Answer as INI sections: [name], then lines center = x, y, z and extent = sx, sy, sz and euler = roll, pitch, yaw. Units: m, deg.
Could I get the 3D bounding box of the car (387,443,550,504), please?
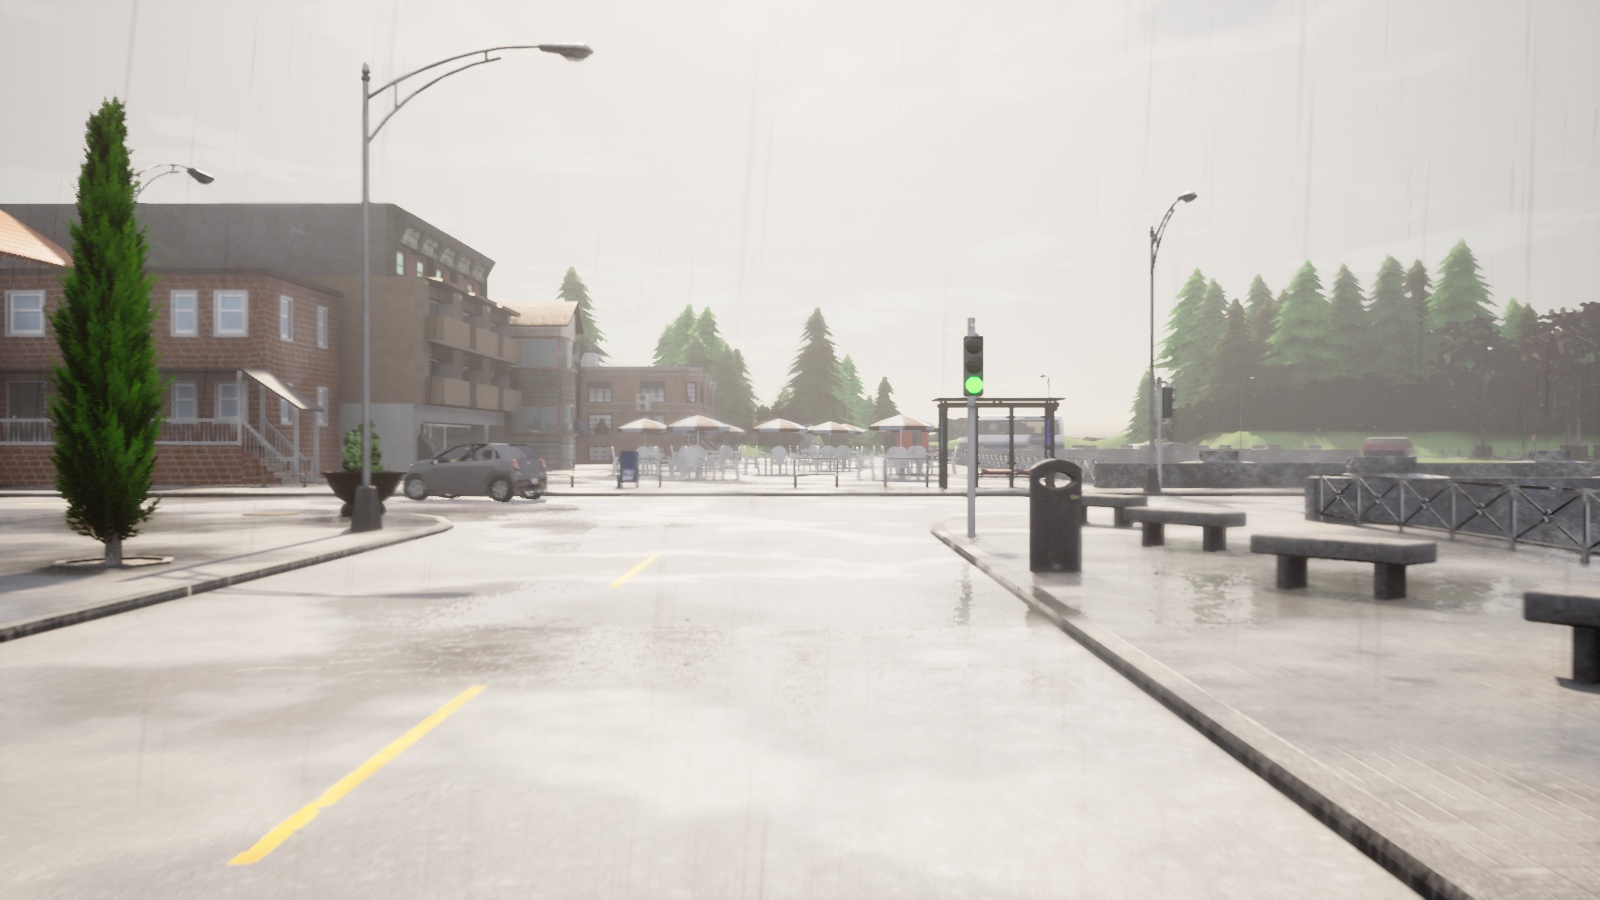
[car]
center = -8.483, 0.572, 32.211
extent = 3.633, 1.501, 1.845
euler = 0, 0, 19
